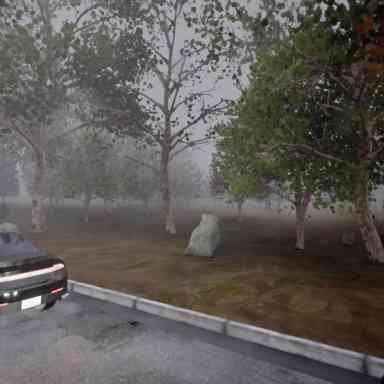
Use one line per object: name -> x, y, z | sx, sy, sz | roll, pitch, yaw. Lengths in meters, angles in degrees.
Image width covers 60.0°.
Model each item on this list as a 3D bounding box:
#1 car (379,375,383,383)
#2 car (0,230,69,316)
car -> 3.276, 1.490, 1.041 | 4.902, 1.511, 2.128 | 0, 0, 36
car -> -4.458, 1.501, 6.561 | 4.902, 1.511, 2.128 | 0, 0, 36
